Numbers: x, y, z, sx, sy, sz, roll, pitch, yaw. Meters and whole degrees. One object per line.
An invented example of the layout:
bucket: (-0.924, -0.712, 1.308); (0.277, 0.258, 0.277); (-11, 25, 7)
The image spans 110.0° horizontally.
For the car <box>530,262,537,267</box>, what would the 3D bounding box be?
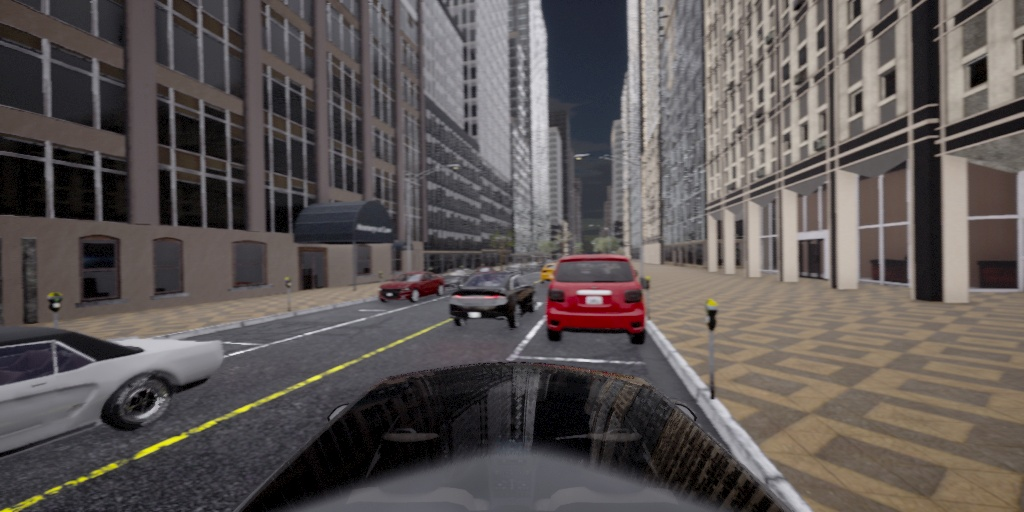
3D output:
car: (2.900, 1.495, 51.141); (2.007, 1.370, 4.403); (0, 0, 13)

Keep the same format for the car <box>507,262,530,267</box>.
car: (0.313, 1.482, 40.072); (2.007, 1.370, 4.403); (0, 0, 13)

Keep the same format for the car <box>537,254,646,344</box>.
car: (2.255, 0.982, 9.796); (2.150, 2.045, 5.566); (-1, 0, 13)

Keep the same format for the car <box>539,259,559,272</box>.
car: (5.094, 1.254, 48.768); (2.097, 1.767, 4.553); (-1, 0, 13)

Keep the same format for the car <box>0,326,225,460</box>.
car: (-5.647, 1.446, 3.233); (1.895, 1.301, 4.718); (-1, 0, 13)

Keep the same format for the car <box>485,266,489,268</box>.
car: (-2.273, 1.500, 29.003); (1.802, 1.307, 4.207); (0, 0, 13)

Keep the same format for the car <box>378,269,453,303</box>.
car: (-4.860, 1.450, 17.934); (1.888, 1.381, 4.507); (0, 0, 13)

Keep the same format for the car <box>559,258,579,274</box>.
car: (7.120, 1.197, 44.253); (2.097, 1.767, 4.553); (-1, 0, 13)

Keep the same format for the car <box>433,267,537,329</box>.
car: (-0.410, 1.296, 11.579); (2.128, 1.511, 4.902); (-1, 0, 13)

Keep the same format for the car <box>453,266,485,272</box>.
car: (-3.567, 1.462, 23.469); (2.007, 1.370, 4.403); (0, 0, 13)

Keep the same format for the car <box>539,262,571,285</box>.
car: (3.468, 1.302, 28.174); (1.882, 1.535, 5.008); (-1, 0, 13)
